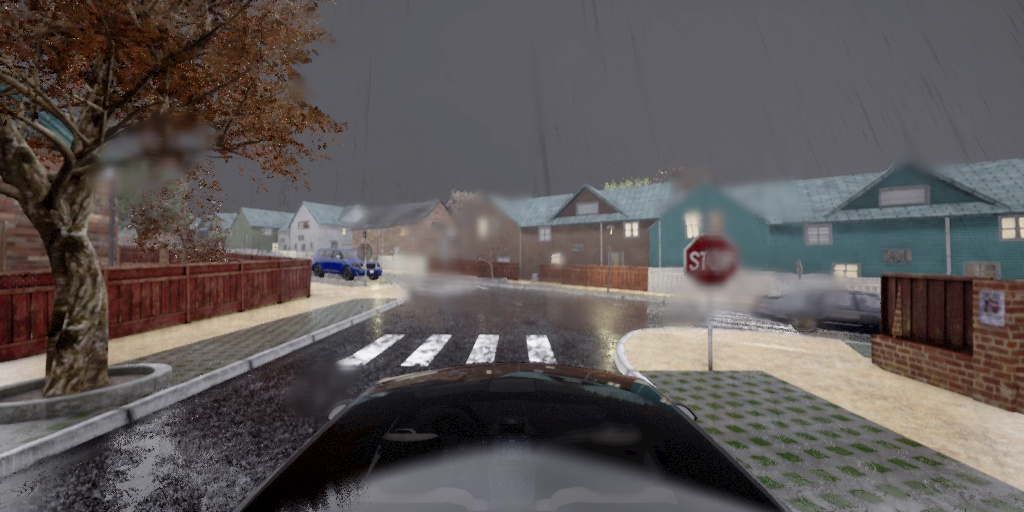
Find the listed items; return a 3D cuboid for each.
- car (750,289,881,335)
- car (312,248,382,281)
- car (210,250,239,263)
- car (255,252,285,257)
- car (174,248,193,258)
[{"bbox_3d":[10.683,1.790,11.197,5.357,1.411,2.033,3,0,30],"label":"car"},{"bbox_3d":[-11.222,0.536,24.222,5.566,2.045,2.150,2,0,32],"label":"car"},{"bbox_3d":[-28.446,0.121,35.046,5.008,1.535,1.882,2,0,32],"label":"car"},{"bbox_3d":[-19.836,0.480,29.632,4.892,1.490,1.837,2,0,32],"label":"car"},{"bbox_3d":[-43.317,-0.367,47.803,4.674,1.442,1.812,2,0,32],"label":"car"}]
